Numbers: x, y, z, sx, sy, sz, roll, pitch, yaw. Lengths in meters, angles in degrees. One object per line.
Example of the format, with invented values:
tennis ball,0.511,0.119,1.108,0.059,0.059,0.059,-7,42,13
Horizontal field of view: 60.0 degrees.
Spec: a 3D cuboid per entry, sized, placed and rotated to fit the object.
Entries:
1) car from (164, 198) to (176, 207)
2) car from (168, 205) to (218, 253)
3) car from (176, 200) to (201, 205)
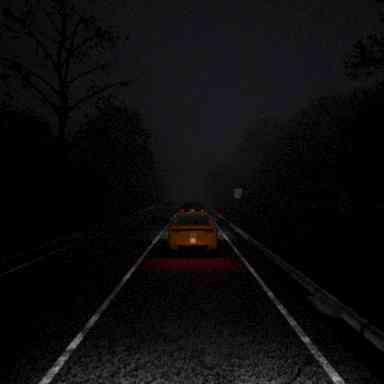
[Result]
car,-3.563,1.766,57.391,1.812,1.442,4.674,0,0,0
car,0.054,1.555,14.147,1.882,1.535,5.008,0,0,0
car,0.045,1.521,27.888,2.097,1.767,4.553,0,0,1
